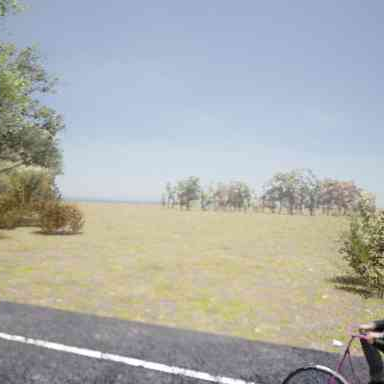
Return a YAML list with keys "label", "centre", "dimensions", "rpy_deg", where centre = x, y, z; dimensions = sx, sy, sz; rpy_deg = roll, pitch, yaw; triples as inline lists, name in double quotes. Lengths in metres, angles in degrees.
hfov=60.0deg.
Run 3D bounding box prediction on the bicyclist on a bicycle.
- label: "bicyclist on a bicycle"
  centre: [1.765, 1.579, 3.111]
  dimensions: [1.843, 1.776, 0.659]
  rpy_deg: [1, -3, 19]
